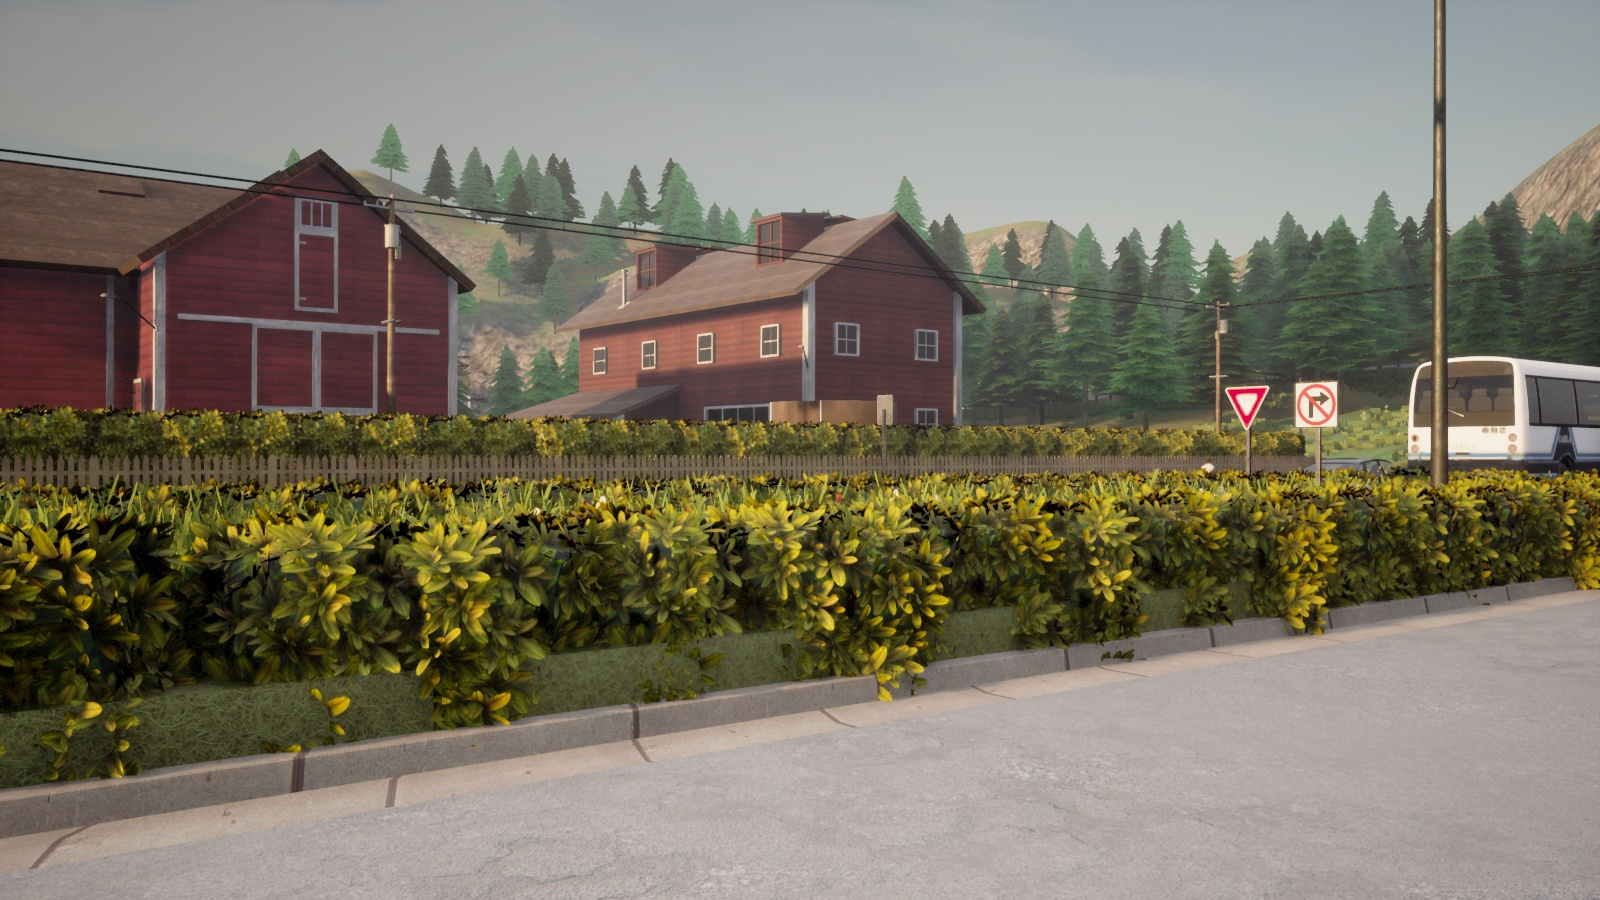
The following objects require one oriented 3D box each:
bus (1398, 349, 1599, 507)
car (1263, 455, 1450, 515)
[{"bbox_3d":[22.896,-0.586,38.576,10.273,4.253,3.944,0,0,-38],"label":"bus"},{"bbox_3d":[14.291,0.840,32.100,5.357,1.411,2.033,0,0,-37],"label":"car"}]
